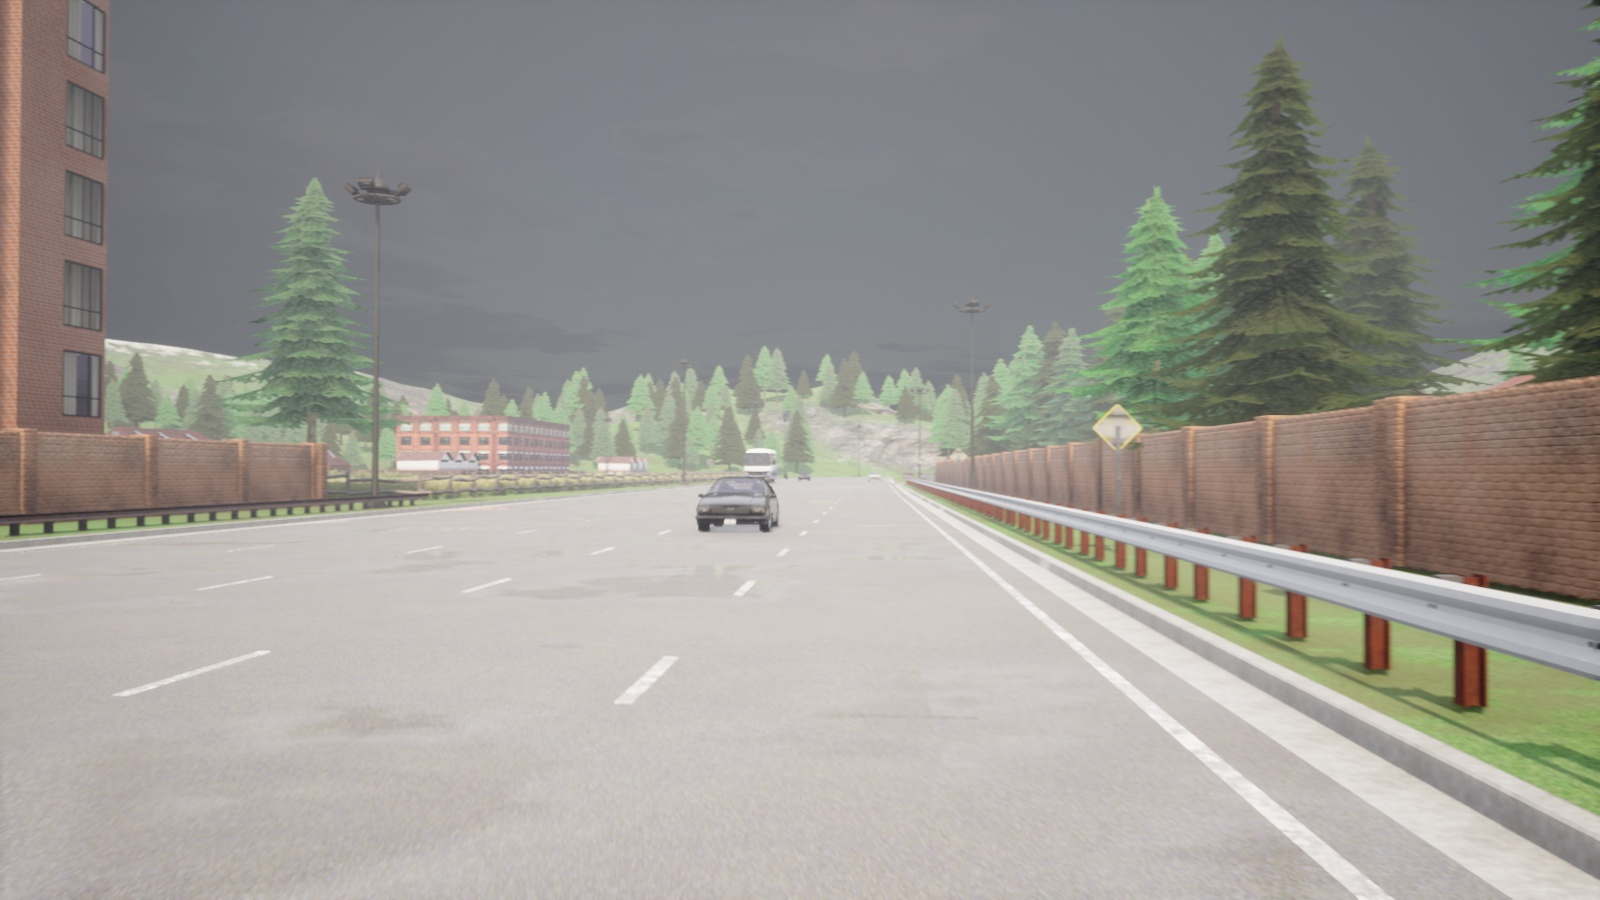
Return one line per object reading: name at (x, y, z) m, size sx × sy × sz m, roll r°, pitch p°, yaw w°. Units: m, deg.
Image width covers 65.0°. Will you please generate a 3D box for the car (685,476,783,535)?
car at (-1.635, 1.407, 33.185) m, size 2.033 × 1.411 × 5.357 m, roll 0°, pitch -1°, yaw 3°
